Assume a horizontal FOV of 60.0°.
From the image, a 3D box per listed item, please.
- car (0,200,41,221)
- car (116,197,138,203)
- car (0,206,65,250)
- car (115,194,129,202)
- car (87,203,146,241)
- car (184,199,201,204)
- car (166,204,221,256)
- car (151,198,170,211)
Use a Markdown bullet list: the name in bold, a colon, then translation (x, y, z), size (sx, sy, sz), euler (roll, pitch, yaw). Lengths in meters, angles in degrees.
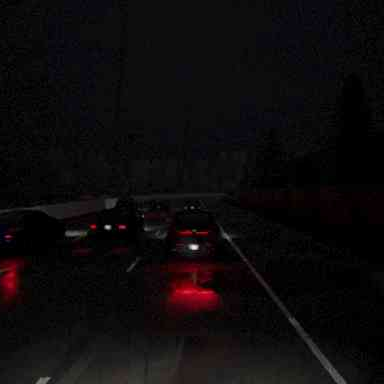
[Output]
- **car**: translation (-14.163, 1.442, 26.873), size (1.994, 1.385, 4.181), euler (0, 0, 0)
- **car**: translation (-6.988, 1.339, 35.826), size (1.837, 1.490, 4.892), euler (0, 0, 0)
- **car**: translation (-6.939, 1.462, 13.922), size (1.812, 1.442, 4.674), euler (0, 0, 0)
- **car**: translation (-14.163, 1.164, 67.445), size (1.882, 1.535, 5.008), euler (0, 0, 0)
- **car**: translation (-3.438, 1.473, 16.048), size (2.033, 1.411, 5.357), euler (0, 0, 0)
- **car**: translation (0.024, 1.401, 30.977), size (2.033, 1.411, 5.357), euler (0, 0, 0)
- **car**: translation (0.063, 1.445, 12.771), size (1.837, 1.490, 4.892), euler (0, 0, 0)
- **car**: translation (-3.503, 1.352, 36.943), size (1.812, 1.442, 4.674), euler (0, 0, 0)
